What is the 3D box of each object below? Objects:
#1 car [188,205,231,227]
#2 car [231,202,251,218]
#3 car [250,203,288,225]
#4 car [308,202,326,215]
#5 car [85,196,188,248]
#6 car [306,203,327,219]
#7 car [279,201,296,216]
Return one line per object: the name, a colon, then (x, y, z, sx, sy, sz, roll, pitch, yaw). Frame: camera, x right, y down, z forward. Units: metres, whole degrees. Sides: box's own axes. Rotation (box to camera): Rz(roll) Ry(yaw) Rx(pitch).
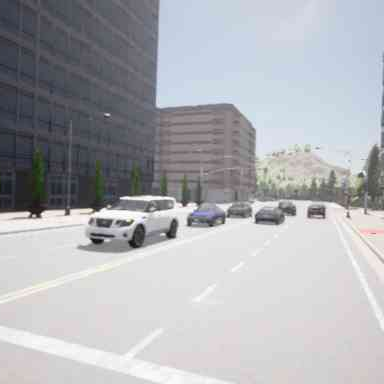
car: (1.167, 1.654, 24.254, 1.812, 1.442, 4.674, 2, 0, 22)
car: (4.843, 1.787, 33.551, 1.837, 1.490, 4.892, 2, 0, 22)
car: (6.573, 1.881, 27.930, 1.994, 1.385, 4.181, 2, 0, 22)
car: (17.270, 2.222, 45.804, 2.128, 1.511, 4.902, 2, 0, 21)
car: (-2.399, 1.200, 15.184, 2.150, 2.045, 5.566, 2, 0, 21)
car: (13.892, 2.093, 37.076, 1.837, 1.490, 4.892, 2, 0, 22)
car: (11.412, 1.872, 40.186, 2.097, 1.767, 4.553, 2, 0, 21)
